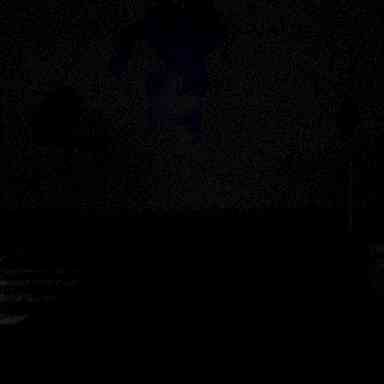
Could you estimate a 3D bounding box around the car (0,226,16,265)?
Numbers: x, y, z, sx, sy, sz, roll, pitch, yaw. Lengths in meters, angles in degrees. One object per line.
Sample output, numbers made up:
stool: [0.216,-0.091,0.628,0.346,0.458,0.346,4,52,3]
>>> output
car: [-7.681,1.419,9.486,4.553,1.767,2.097,-1,0,2]
